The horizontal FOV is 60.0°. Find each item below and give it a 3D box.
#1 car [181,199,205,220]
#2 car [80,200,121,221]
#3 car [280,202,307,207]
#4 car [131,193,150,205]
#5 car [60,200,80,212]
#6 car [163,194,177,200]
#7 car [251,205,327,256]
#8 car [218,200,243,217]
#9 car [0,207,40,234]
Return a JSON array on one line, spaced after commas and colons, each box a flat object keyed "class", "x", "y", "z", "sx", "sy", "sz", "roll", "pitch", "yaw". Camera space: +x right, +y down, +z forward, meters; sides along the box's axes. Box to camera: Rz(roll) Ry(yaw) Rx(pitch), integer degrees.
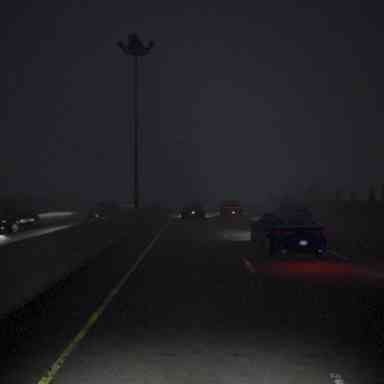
[{"class": "car", "x": 0.098, "y": 1.580, "z": 27.927, "sx": 1.994, "sy": 1.385, "sz": 4.181, "roll": 0, "pitch": 0, "yaw": 0}, {"class": "car", "x": -7.099, "y": 1.507, "z": 27.207, "sx": 2.128, "sy": 1.511, "sz": 4.902, "roll": 0, "pitch": 0, "yaw": 0}, {"class": "car", "x": 7.098, "y": 1.518, "z": 23.913, "sx": 1.837, "sy": 1.490, "sz": 4.892, "roll": 0, "pitch": 0, "yaw": 0}, {"class": "car", "x": -9.478, "y": 1.272, "z": 61.778, "sx": 2.150, "sy": 2.045, "sz": 5.566, "roll": 0, "pitch": 0, "yaw": 8}, {"class": "car", "x": -14.083, "y": 1.623, "z": 39.805, "sx": 1.895, "sy": 1.301, "sz": 4.718, "roll": 0, "pitch": 0, "yaw": 0}, {"class": "car", "x": -4.538, "y": 1.198, "z": 69.569, "sx": 2.097, "sy": 1.767, "sz": 4.553, "roll": 0, "pitch": 0, "yaw": 11}, {"class": "car", "x": 3.598, "y": 1.485, "z": 13.199, "sx": 1.882, "sy": 1.535, "sz": 5.008, "roll": 0, "pitch": 0, "yaw": 0}, {"class": "car", "x": 3.598, "y": 1.522, "z": 31.357, "sx": 1.837, "sy": 1.490, "sz": 4.892, "roll": 0, "pitch": 0, "yaw": 0}, {"class": "car", "x": -10.600, "y": 1.575, "z": 19.371, "sx": 1.994, "sy": 1.385, "sz": 4.181, "roll": 0, "pitch": 0, "yaw": 0}]
